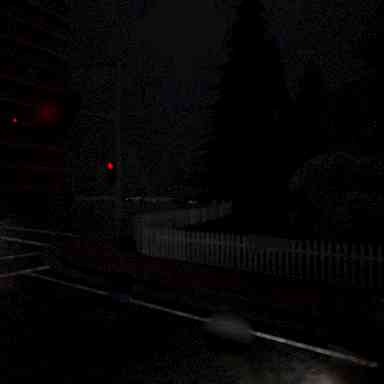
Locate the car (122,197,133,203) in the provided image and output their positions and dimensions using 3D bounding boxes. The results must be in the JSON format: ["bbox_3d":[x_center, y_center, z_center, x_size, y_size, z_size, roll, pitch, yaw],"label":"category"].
[{"bbox_3d":[-14.711,1.647,70.951,4.718,1.301,1.895,0,0,44],"label":"car"}]

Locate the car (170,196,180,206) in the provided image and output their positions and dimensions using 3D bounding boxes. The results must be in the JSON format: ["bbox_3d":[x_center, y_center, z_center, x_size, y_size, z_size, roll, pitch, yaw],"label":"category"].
[{"bbox_3d":[-2.249,1.365,55.202,2.097,1.767,4.553,0,0,-15],"label":"car"}]

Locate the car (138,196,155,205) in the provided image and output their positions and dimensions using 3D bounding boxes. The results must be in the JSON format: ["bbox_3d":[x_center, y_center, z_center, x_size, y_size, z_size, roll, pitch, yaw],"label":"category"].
[{"bbox_3d":[-8.124,1.555,60.929,1.812,1.442,4.674,0,0,-26],"label":"car"}]

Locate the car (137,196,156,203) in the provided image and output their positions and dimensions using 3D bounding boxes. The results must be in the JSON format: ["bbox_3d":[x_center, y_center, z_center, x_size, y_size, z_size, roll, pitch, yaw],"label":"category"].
[{"bbox_3d":[-9.578,1.567,70.243,1.812,1.442,4.674,0,0,-38],"label":"car"}]

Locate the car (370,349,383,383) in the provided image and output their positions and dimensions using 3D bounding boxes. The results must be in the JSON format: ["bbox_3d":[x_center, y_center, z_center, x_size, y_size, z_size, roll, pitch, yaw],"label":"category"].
[{"bbox_3d":[3.690,1.543,1.360,5.357,1.411,2.033,0,0,36],"label":"car"}]
